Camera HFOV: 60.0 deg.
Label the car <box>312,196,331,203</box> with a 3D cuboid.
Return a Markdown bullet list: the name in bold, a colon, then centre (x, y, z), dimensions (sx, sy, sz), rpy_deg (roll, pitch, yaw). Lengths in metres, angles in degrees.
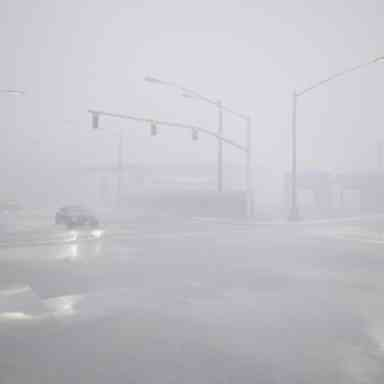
- **car**: centre (34.103, 1.934, 87.840), dimensions (2.097, 1.767, 4.553), rpy_deg (0, 0, -36)

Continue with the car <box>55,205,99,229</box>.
- **car**: centre (-7.854, 1.629, 22.403), dimensions (1.812, 1.442, 4.674), rpy_deg (1, 0, -37)

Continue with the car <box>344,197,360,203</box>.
- **car**: centre (40.920, 1.962, 84.361), dimensions (2.097, 1.767, 4.553), rpy_deg (0, 0, -36)

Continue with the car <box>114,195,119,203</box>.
- **car**: centre (-14.006, 1.520, 70.084), dimensions (4.611, 1.667, 2.242), rpy_deg (0, 0, -36)

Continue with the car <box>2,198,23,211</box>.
- **car**: centre (-22.969, 1.516, 42.470), dimensions (1.882, 1.535, 5.008), rpy_deg (1, 0, -37)
